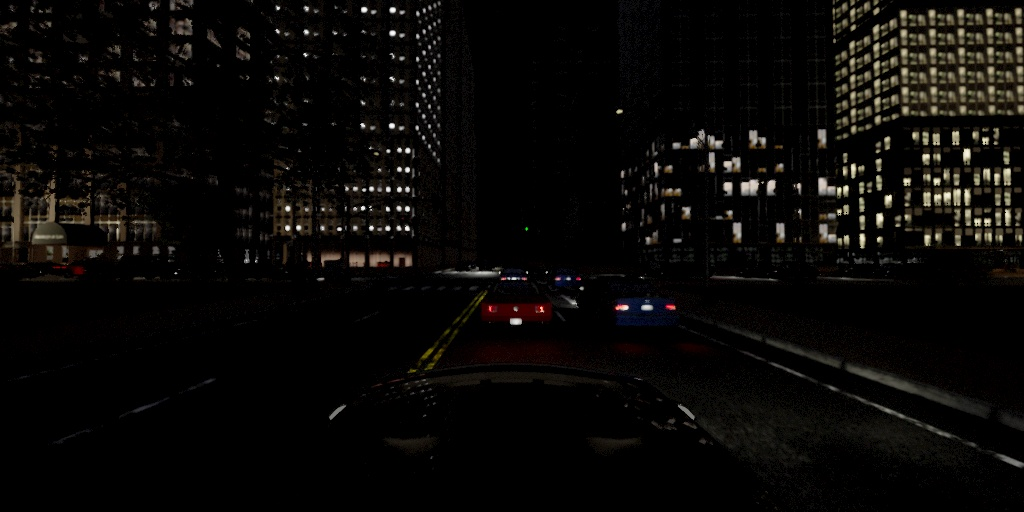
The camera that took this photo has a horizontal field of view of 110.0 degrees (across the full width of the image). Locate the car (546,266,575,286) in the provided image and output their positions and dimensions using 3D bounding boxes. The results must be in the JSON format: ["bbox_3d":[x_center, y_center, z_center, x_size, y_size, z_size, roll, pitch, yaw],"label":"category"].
[{"bbox_3d":[3.350,1.363,23.865,2.033,1.411,5.357,0,1,0],"label":"car"}]

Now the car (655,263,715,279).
[{"bbox_3d":[17.058,1.429,34.848,4.902,1.511,2.128,0,-1,2],"label":"car"}]

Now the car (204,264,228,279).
[{"bbox_3d":[-28.943,1.299,33.298,5.008,1.535,1.882,0,-1,2],"label":"car"}]

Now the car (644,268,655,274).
[{"bbox_3d":[16.869,1.546,38.104,5.357,1.411,2.033,0,-1,2],"label":"car"}]

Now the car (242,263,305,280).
[{"bbox_3d":[-20.301,1.297,29.779,4.674,1.442,1.812,0,-1,2],"label":"car"}]

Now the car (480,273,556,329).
[{"bbox_3d":[0.107,1.393,11.388,1.895,1.301,4.718,0,0,0],"label":"car"}]

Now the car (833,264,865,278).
[{"bbox_3d":[36.515,1.544,37.554,4.674,1.442,1.812,0,-1,2],"label":"car"}]

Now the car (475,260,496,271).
[{"bbox_3d":[-3.857,1.440,53.001,2.128,1.511,4.902,0,0,-2],"label":"car"}]

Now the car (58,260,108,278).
[{"bbox_3d":[-38.807,1.161,33.611,4.553,1.767,2.097,0,-1,2],"label":"car"}]

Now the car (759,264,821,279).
[{"bbox_3d":[27.023,1.474,34.562,4.674,1.442,1.812,0,-1,2],"label":"car"}]

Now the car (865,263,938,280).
[{"bbox_3d":[37.463,1.436,34.277,5.008,1.535,1.882,0,-1,2],"label":"car"}]

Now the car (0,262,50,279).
[{"bbox_3d":[-43.459,1.290,30.505,5.357,1.411,2.033,0,-1,2],"label":"car"}]

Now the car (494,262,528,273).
[{"bbox_3d":[0.096,1.360,23.916,2.033,1.411,5.357,0,1,0],"label":"car"}]

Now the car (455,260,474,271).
[{"bbox_3d":[-7.088,1.450,52.137,1.837,1.490,4.892,0,0,-1],"label":"car"}]

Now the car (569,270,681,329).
[{"bbox_3d":[3.356,1.339,11.419,2.033,1.411,5.357,0,0,0],"label":"car"}]

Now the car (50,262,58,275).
[{"bbox_3d":[-49.182,1.362,37.307,4.892,1.490,1.837,0,-1,2],"label":"car"}]

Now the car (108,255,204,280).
[{"bbox_3d":[-29.741,0.981,30.074,5.566,2.045,2.150,0,-1,2],"label":"car"}]

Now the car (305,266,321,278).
[{"bbox_3d":[-19.958,1.397,33.017,4.181,1.385,1.994,0,-1,2],"label":"car"}]

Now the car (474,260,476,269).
[{"bbox_3d":[-7.208,1.455,61.485,1.882,1.535,5.008,0,0,0],"label":"car"}]

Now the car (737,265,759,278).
[{"bbox_3d":[26.240,1.572,37.842,4.181,1.385,1.994,0,-1,2],"label":"car"}]

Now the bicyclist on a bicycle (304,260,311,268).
[{"bbox_3d":[-25.129,1.329,44.043,0.582,1.620,1.656,0,-1,2],"label":"bicyclist on a bicycle"}]
